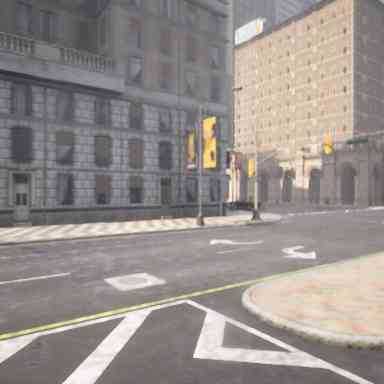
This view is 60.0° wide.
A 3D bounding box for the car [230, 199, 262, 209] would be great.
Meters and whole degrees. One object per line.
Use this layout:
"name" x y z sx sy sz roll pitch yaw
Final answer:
"car" 7.576 1.599 46.679 1.895 1.301 4.718 0 0 -36
